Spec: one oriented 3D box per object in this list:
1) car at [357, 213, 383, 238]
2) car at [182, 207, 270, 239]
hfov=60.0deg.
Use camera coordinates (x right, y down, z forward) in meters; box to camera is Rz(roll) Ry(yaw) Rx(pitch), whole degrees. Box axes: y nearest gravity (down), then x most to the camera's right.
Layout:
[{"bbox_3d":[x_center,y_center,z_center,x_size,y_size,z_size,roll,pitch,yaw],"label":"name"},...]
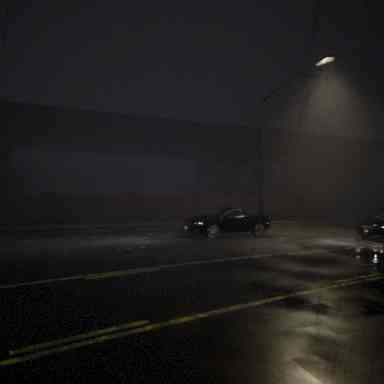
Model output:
[{"bbox_3d":[11.268,1.857,18.300,4.902,1.511,2.128,2,-1,-25],"label":"car"},{"bbox_3d":[1.856,1.535,17.364,4.902,1.511,2.128,2,0,-29],"label":"car"}]
